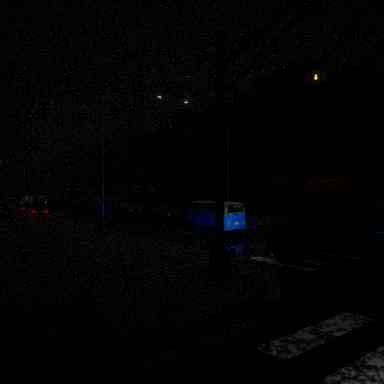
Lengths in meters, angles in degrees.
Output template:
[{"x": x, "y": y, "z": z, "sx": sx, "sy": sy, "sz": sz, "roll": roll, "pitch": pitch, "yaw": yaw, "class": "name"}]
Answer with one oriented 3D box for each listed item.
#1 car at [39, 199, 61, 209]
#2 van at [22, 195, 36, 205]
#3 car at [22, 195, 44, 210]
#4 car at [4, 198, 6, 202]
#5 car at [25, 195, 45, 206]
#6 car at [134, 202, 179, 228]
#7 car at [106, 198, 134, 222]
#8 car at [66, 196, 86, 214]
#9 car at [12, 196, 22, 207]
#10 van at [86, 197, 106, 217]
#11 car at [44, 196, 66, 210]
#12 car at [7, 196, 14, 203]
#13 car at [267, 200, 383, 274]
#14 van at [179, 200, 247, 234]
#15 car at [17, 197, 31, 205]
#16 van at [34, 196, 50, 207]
[{"x": -21.233, "y": 1.703, "z": 49.638, "sx": 2.008, "sy": 1.369, "sz": 4.403, "roll": 0, "pitch": 0, "yaw": -36, "class": "car"}, {"x": -30.856, "y": 1.546, "z": 62.951, "sx": 1.690, "sy": 1.788, "sz": 3.998, "roll": 0, "pitch": 0, "yaw": -36, "class": "van"}, {"x": -21.246, "y": 1.490, "z": 45.325, "sx": 2.097, "sy": 1.767, "sz": 4.553, "roll": 0, "pitch": 0, "yaw": -36, "class": "car"}, {"x": -43.785, "y": 1.802, "z": 80.839, "sx": 1.752, "sy": 1.417, "sz": 4.829, "roll": 0, "pitch": 0, "yaw": -36, "class": "car"}, {"x": -27.648, "y": 1.502, "z": 58.513, "sx": 2.192, "sy": 1.841, "sz": 5.009, "roll": 0, "pitch": 0, "yaw": -36, "class": "car"}, {"x": -1.988, "y": 1.488, "z": 23.013, "sx": 1.967, "sy": 1.590, "sz": 4.097, "roll": 0, "pitch": 0, "yaw": -36, "class": "car"}, {"x": -5.195, "y": 1.504, "z": 27.451, "sx": 1.967, "sy": 1.590, "sz": 4.097, "roll": 0, "pitch": 0, "yaw": -36, "class": "car"}, {"x": -11.611, "y": 1.413, "z": 36.323, "sx": 2.192, "sy": 1.841, "sz": 5.009, "roll": 0, "pitch": 0, "yaw": -36, "class": "car"}, {"x": -27.104, "y": 1.772, "z": 53.425, "sx": 1.895, "sy": 1.301, "sz": 4.718, "roll": 0, "pitch": 0, "yaw": -36, "class": "car"}, {"x": -8.403, "y": 1.422, "z": 31.888, "sx": 1.690, "sy": 1.788, "sz": 3.998, "roll": 0, "pitch": 0, "yaw": -36, "class": "van"}, {"x": -18.026, "y": 1.449, "z": 45.201, "sx": 2.192, "sy": 1.841, "sz": 5.009, "roll": 0, "pitch": 0, "yaw": -36, "class": "car"}, {"x": -40.478, "y": 1.698, "z": 76.264, "sx": 1.967, "sy": 1.590, "sz": 4.097, "roll": 0, "pitch": 0, "yaw": -36, "class": "car"}, {"x": 4.729, "y": 1.226, "z": 9.395, "sx": 2.150, "sy": 2.045, "sz": 5.566, "roll": 0, "pitch": 0, "yaw": -36, "class": "car"}, {"x": 1.219, "y": 1.374, "z": 18.576, "sx": 1.690, "sy": 1.788, "sz": 3.998, "roll": 0, "pitch": 0, "yaw": -36, "class": "van"}, {"x": -34.162, "y": 1.749, "z": 67.526, "sx": 1.752, "sy": 1.417, "sz": 4.829, "roll": 0, "pitch": 0, "yaw": -36, "class": "car"}, {"x": -24.441, "y": 1.511, "z": 54.076, "sx": 1.690, "sy": 1.788, "sz": 3.998, "roll": 0, "pitch": 0, "yaw": -36, "class": "van"}]
